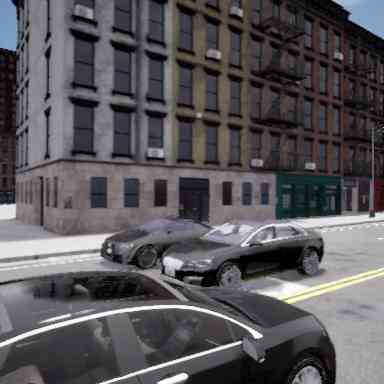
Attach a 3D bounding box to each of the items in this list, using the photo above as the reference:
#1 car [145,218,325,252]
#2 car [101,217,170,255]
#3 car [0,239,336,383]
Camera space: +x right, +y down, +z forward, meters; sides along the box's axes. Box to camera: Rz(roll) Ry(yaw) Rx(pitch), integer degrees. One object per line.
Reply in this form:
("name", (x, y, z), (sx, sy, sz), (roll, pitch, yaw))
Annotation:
("car", (1.510, 1.492, 8.757), (4.902, 1.511, 2.128), (0, 0, -35))
("car", (-0.832, 1.565, 11.078), (4.181, 1.385, 1.994), (0, 0, -35))
("car", (-0.675, 1.505, 2.959), (4.892, 1.490, 1.837), (0, 0, -36))
